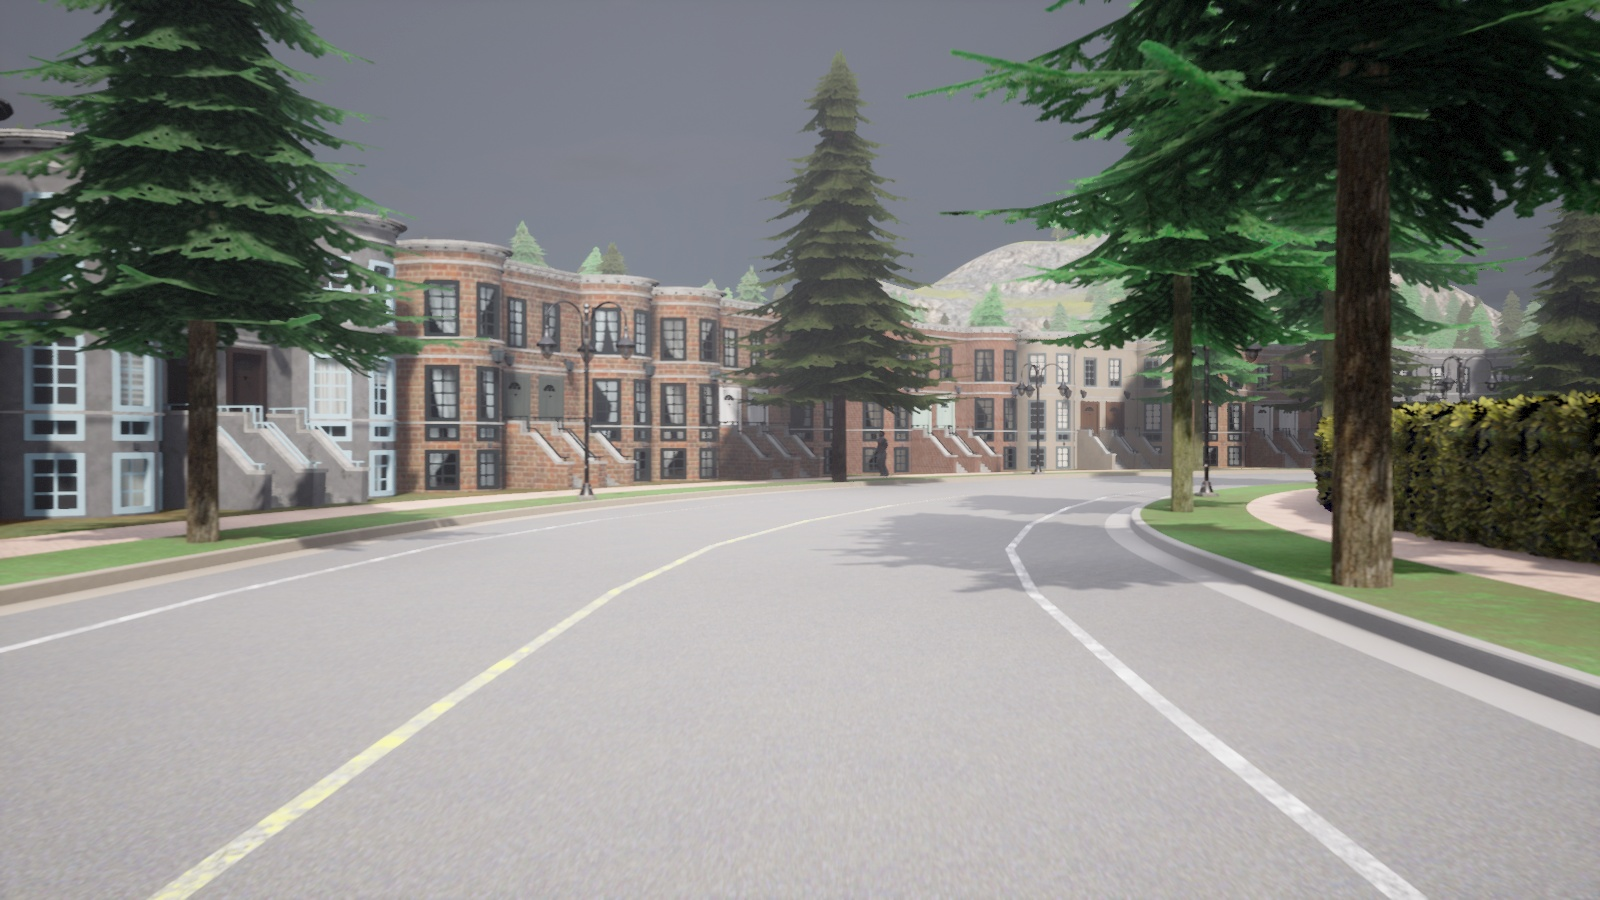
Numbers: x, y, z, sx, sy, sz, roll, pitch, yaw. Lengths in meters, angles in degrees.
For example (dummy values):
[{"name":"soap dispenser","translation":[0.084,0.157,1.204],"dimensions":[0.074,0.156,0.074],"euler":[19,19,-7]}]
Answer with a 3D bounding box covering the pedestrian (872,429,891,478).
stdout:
[{"name":"pedestrian","translation":[3.193,0.129,49.374],"dimensions":[0.666,1.930,0.402],"euler":[0,0,-42]}]
